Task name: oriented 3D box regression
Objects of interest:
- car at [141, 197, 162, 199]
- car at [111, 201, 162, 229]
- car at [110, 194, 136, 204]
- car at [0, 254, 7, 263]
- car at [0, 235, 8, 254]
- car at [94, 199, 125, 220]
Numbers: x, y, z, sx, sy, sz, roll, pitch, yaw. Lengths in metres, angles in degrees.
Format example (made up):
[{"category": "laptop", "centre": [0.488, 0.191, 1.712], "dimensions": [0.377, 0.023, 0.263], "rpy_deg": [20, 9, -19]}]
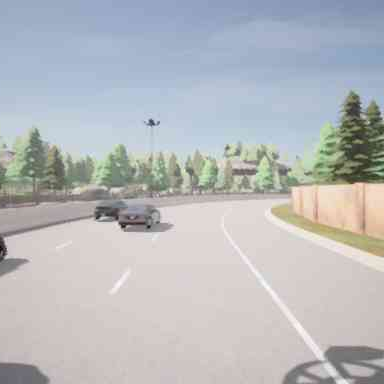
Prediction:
[{"category": "car", "centre": [-5.841, 1.264, 55.630], "dimensions": [2.033, 1.411, 5.357], "rpy_deg": [0, 0, 23]}, {"category": "car", "centre": [-3.167, 1.441, 20.936], "dimensions": [2.033, 1.411, 5.357], "rpy_deg": [0, 0, 3]}, {"category": "car", "centre": [-12.111, 1.179, 58.721], "dimensions": [1.882, 1.535, 5.008], "rpy_deg": [0, 0, 23]}, {"category": "car", "centre": [-3.405, 1.552, 2.311], "dimensions": [1.994, 1.385, 4.181], "rpy_deg": [0, 0, 0]}, {"category": "car", "centre": [-6.902, 1.518, 8.988], "dimensions": [1.994, 1.385, 4.181], "rpy_deg": [0, 0, 0]}, {"category": "car", "centre": [-6.145, 1.370, 26.406], "dimensions": [1.837, 1.490, 4.892], "rpy_deg": [0, 0, 6]}]
